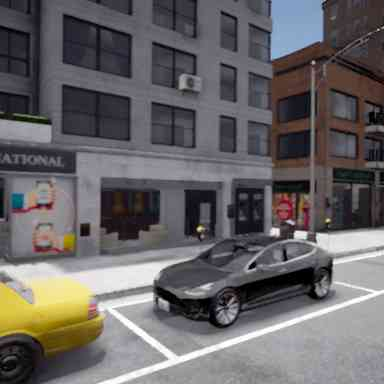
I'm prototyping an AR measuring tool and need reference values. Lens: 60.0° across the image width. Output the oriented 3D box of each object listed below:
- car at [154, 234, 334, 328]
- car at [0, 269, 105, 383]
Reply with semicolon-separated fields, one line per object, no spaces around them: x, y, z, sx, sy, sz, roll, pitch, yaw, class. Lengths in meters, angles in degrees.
1.284;1.633;7.103;4.313;1.339;1.947;1;-1;-36;car
-3.478;1.515;3.705;4.829;1.417;1.752;1;-1;-36;car
